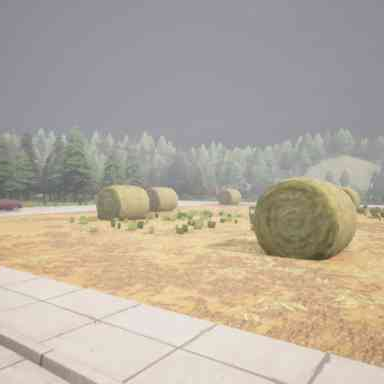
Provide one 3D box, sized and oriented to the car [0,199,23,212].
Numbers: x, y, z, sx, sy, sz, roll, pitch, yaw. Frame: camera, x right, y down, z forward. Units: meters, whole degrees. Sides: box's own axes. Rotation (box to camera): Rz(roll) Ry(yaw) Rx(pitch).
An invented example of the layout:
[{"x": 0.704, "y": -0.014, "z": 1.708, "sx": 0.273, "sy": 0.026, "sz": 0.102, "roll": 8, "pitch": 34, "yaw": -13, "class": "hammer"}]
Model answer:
[{"x": -21.470, "y": 1.533, "z": 37.174, "sx": 1.812, "sy": 1.442, "sz": 4.674, "roll": 0, "pitch": 1, "yaw": 37, "class": "car"}]
